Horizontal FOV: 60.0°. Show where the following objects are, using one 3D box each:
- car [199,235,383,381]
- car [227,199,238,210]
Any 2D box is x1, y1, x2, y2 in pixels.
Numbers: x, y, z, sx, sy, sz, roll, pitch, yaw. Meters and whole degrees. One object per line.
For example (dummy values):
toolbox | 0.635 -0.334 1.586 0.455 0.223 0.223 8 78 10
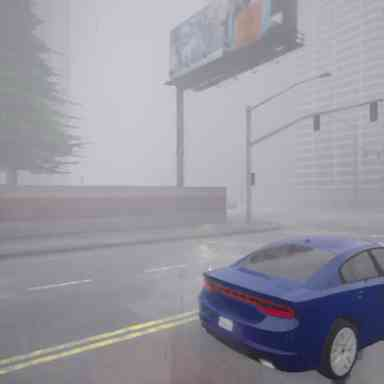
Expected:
car | 2.446 1.473 5.542 5.008 1.535 1.882 0 0 -35
car | 3.751 1.497 41.847 1.812 1.442 4.674 0 0 -35
